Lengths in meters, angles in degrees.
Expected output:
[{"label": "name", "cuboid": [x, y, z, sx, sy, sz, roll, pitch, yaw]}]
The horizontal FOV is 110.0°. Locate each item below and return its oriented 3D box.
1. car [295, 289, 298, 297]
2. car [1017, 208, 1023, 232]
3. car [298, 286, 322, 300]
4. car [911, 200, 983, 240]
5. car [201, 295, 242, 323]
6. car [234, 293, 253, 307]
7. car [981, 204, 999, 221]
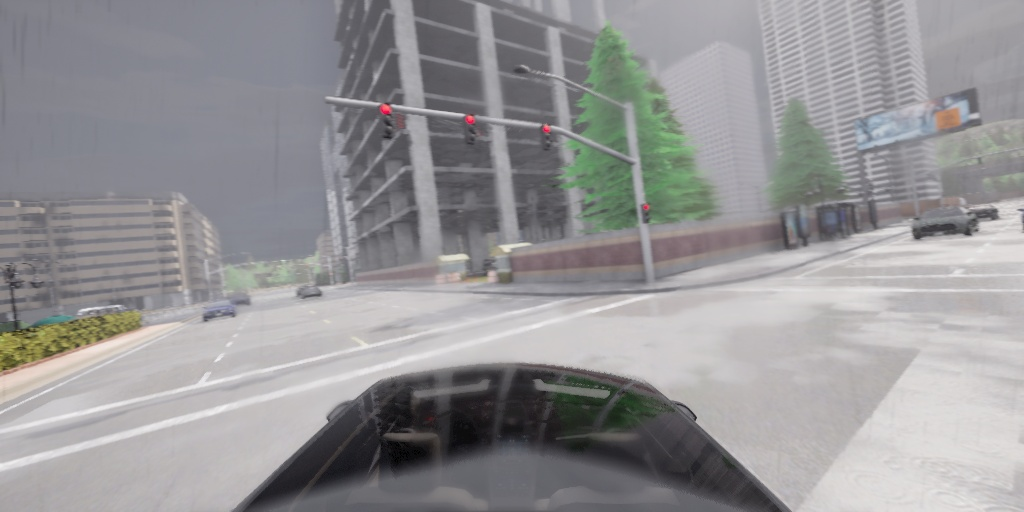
[{"label": "car", "cuboid": [-30.649, 5.143, 52.768, 1.837, 1.490, 4.892, -7, 1, -34]}, {"label": "car", "cuboid": [26.606, -2.131, 17.552, 5.008, 1.535, 1.882, -7, 0, -33]}, {"label": "car", "cuboid": [-24.081, 4.358, 43.027, 1.994, 1.385, 4.181, -7, 0, -33]}, {"label": "car", "cuboid": [24.616, -2.003, 20.432, 4.553, 1.767, 2.097, -7, 0, -33]}, {"label": "car", "cuboid": [-22.144, 4.059, 27.355, 1.812, 1.442, 4.674, -7, 0, -34]}, {"label": "car", "cuboid": [-32.117, 5.216, 42.390, 2.097, 1.767, 4.553, -7, 0, -34]}, {"label": "car", "cuboid": [38.824, -3.546, 29.870, 4.718, 1.301, 1.895, -7, 0, -33]}]
